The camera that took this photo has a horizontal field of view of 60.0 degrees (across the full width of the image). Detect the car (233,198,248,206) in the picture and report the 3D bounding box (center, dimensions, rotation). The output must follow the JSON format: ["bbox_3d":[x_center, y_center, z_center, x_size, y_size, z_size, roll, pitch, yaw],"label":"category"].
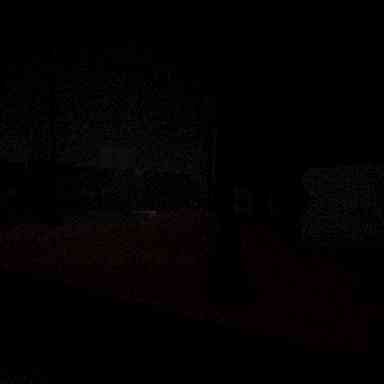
[{"bbox_3d":[8.497,1.860,60.786,1.837,1.490,4.892,-2,-1,37],"label":"car"}]

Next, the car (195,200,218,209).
[{"bbox_3d":[2.578,1.907,52.816,2.033,1.411,5.357,-2,-1,37],"label":"car"}]

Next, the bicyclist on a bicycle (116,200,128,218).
[{"bbox_3d":[-6.132,1.492,29.005,1.656,1.620,0.582,-2,-1,37],"label":"bicyclist on a bicycle"}]

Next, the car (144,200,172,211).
[{"bbox_3d":[-4.918,1.962,48.885,1.837,1.490,4.892,-2,-1,37],"label":"car"}]
